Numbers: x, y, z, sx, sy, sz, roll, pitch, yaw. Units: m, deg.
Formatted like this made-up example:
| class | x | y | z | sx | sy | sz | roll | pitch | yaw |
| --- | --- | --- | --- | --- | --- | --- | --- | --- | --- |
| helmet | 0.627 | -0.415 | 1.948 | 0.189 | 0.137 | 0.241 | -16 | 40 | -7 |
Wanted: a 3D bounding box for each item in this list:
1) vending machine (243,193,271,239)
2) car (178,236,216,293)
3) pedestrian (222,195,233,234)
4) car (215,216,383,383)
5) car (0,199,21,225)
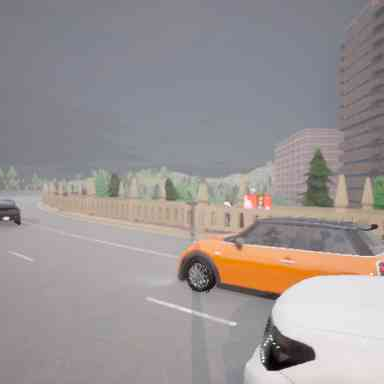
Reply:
| class | x | y | z | sx | sy | sz | roll | pitch | yaw |
| --- | --- | --- | --- | --- | --- | --- | --- | --- | --- |
| vending machine | 3.122 | 1.103 | 16.002 | 0.880 | 2.100 | 1.100 | 1 | 1 | 41 |
| car | 1.886 | 1.318 | 7.147 | 4.553 | 1.767 | 2.097 | 1 | 1 | 37 |
| pedestrian | 1.640 | 1.035 | 15.427 | 0.375 | 1.860 | 0.375 | 1 | 1 | 41 |
| car | 3.097 | 1.247 | 1.884 | 5.566 | 2.045 | 2.150 | 1 | 1 | 35 |
| car | -11.906 | 1.185 | 20.388 | 1.837 | 1.490 | 4.892 | 0 | 1 | -40 |
